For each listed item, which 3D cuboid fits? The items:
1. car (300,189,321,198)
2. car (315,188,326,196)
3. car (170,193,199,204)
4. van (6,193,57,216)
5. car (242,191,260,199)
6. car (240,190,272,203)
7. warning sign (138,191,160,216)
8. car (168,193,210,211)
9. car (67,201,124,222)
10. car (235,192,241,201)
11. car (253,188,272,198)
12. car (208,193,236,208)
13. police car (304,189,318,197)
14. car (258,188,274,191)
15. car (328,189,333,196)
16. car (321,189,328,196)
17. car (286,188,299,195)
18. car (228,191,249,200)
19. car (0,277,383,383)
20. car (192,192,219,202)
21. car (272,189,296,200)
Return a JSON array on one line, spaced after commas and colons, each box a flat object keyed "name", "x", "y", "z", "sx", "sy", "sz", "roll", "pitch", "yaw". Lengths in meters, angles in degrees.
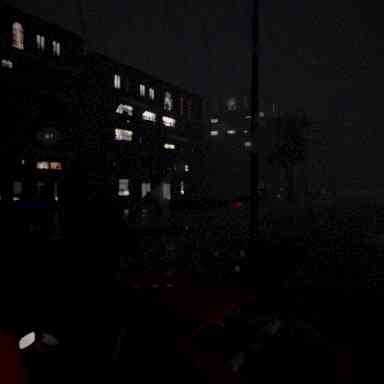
[{"name": "car", "x": 24.902, "y": 0.433, "z": 69.583, "sx": 2.008, "sy": 1.369, "sz": 4.403, "roll": 2, "pitch": 2, "yaw": 35}, {"name": "car", "x": 32.875, "y": -0.049, "z": 84.900, "sx": 2.097, "sy": 1.767, "sz": 4.553, "roll": 0, "pitch": 1, "yaw": 28}, {"name": "car", "x": -1.021, "y": 0.891, "z": 46.895, "sx": 1.947, "sy": 1.339, "sz": 4.313, "roll": 2, "pitch": 2, "yaw": 35}, {"name": "van", "x": -13.710, "y": 1.017, "z": 28.582, "sx": 1.690, "sy": 1.788, "sz": 3.998, "roll": 2, "pitch": 2, "yaw": 35}, {"name": "car", "x": 11.572, "y": 0.507, "z": 65.062, "sx": 1.752, "sy": 1.417, "sz": 4.829, "roll": 2, "pitch": 2, "yaw": 35}, {"name": "car", "x": 9.038, "y": 0.864, "z": 46.698, "sx": 2.008, "sy": 1.369, "sz": 4.403, "roll": 2, "pitch": 2, "yaw": 35}, {"name": "warning sign", "x": -3.208, "y": 0.840, "z": 24.898, "sx": 1.300, "sy": 1.860, "sz": 1.060, "roll": 0, "pitch": 0, "yaw": 35}, {"name": "car", "x": -0.480, "y": 1.119, "z": 32.966, "sx": 1.887, "sy": 1.381, "sz": 4.507, "roll": 2, "pitch": 2, "yaw": 35}, {"name": "car", "x": -6.825, "y": 1.316, "z": 23.815, "sx": 1.947, "sy": 1.339, "sz": 4.313, "roll": 2, "pitch": 2, "yaw": 35}, {"name": "car", "x": 7.375, "y": 0.801, "z": 48.953, "sx": 1.812, "sy": 1.442, "sz": 4.674, "roll": 1, "pitch": 1, "yaw": 35}, {"name": "car", "x": 14.845, "y": 0.208, "z": 69.773, "sx": 2.192, "sy": 1.841, "sz": 5.009, "roll": 2, "pitch": 2, "yaw": 35}, {"name": "car", "x": 2.693, "y": 1.038, "z": 37.544, "sx": 2.008, "sy": 1.369, "sz": 4.403, "roll": 2, "pitch": 2, "yaw": 35}, {"name": "police car", "x": 27.431, "y": 0.176, "z": 76.770, "sx": 1.930, "sy": 1.638, "sz": 5.238, "roll": 0, "pitch": 1, "yaw": 32}, {"name": "car", "x": 12.986, "y": 0.342, "z": 57.130, "sx": 2.150, "sy": 2.045, "sz": 5.566, "roll": 1, "pitch": 1, "yaw": 35}, {"name": "car", "x": 34.420, "y": 0.065, "z": 83.310, "sx": 1.967, "sy": 1.590, "sz": 4.097, "roll": 2, "pitch": 2, "yaw": 35}, {"name": "car", "x": 28.074, "y": 0.347, "z": 74.158, "sx": 2.008, "sy": 1.369, "sz": 4.403, "roll": 2, "pitch": 2, "yaw": 35}, {"name": "car", "x": 24.362, "y": -0.048, "z": 83.503, "sx": 2.192, "sy": 1.841, "sz": 5.009, "roll": 2, "pitch": 2, "yaw": 35}, {"name": "car", "x": 8.496, "y": 0.631, "z": 60.626, "sx": 1.947, "sy": 1.339, "sz": 4.313, "roll": 2, "pitch": 2, "yaw": 35}, {"name": "car", "x": -0.433, "y": 1.543, "z": 3.175, "sx": 4.507, "sy": 1.381, "sz": 1.887, "roll": 0, "pitch": 1, "yaw": 36}, {"name": "car", "x": 2.151, "y": 0.789, "z": 51.472, "sx": 2.008, "sy": 1.369, "sz": 4.403, "roll": 2, "pitch": 2, "yaw": 35}, {"name": "car", "x": 15.481, "y": 0.662, "z": 55.991, "sx": 1.752, "sy": 1.417, "sz": 4.829, "roll": 2, "pitch": 2, "yaw": 35}]
